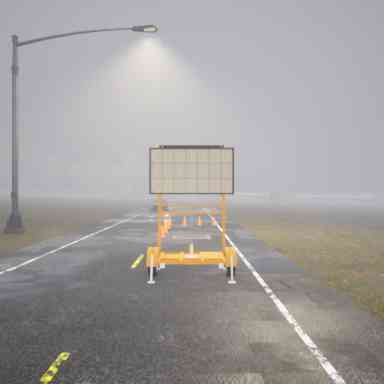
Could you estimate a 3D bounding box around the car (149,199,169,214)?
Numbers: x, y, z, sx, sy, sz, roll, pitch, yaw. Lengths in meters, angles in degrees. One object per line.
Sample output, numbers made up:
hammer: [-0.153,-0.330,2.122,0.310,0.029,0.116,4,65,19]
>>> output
car: [-3.524,1.479,36.375,1.882,1.535,5.008,0,0,0]

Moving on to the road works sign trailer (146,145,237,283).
road works sign trailer: [-0.007,0.465,9.602,2.380,3.560,2.880,0,0,0]
